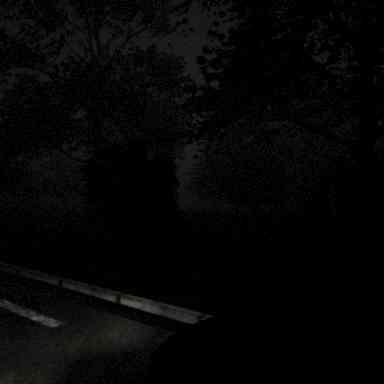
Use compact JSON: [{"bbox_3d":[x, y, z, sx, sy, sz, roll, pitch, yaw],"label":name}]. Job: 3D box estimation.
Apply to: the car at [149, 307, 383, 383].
[{"bbox_3d":[1.895,1.477,2.025,5.008,1.535,1.882,0,0,36],"label":"car"}]
